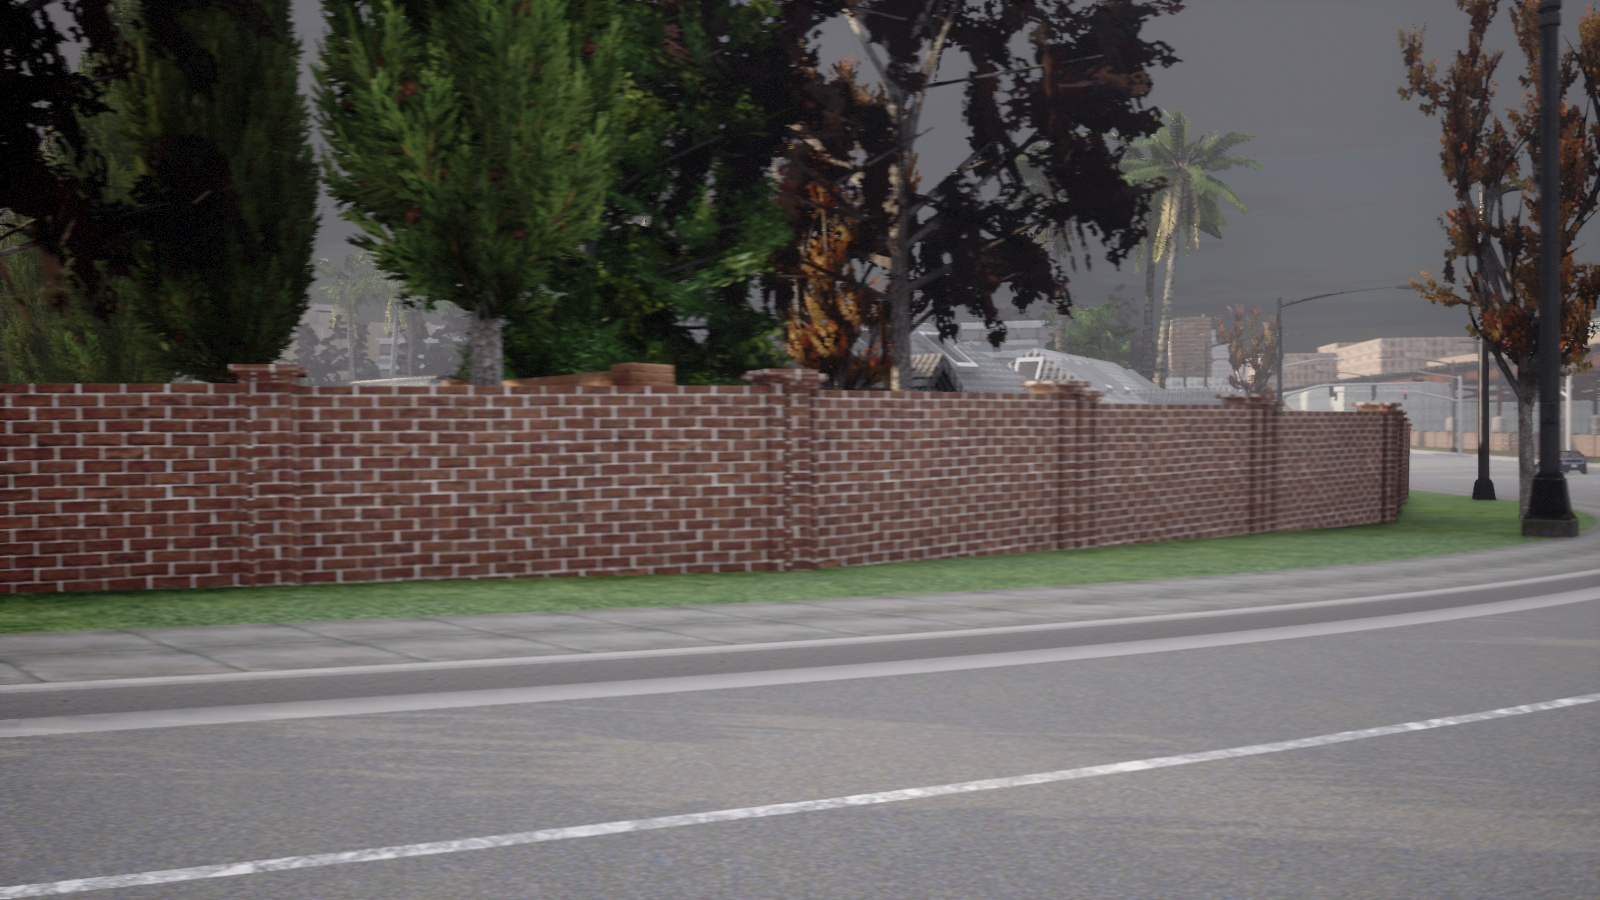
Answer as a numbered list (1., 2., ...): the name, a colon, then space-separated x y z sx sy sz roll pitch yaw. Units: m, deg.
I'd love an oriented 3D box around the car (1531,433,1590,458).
1. car: 47.668 -0.281 78.799 1.816 1.474 4.193 -2 0 12
